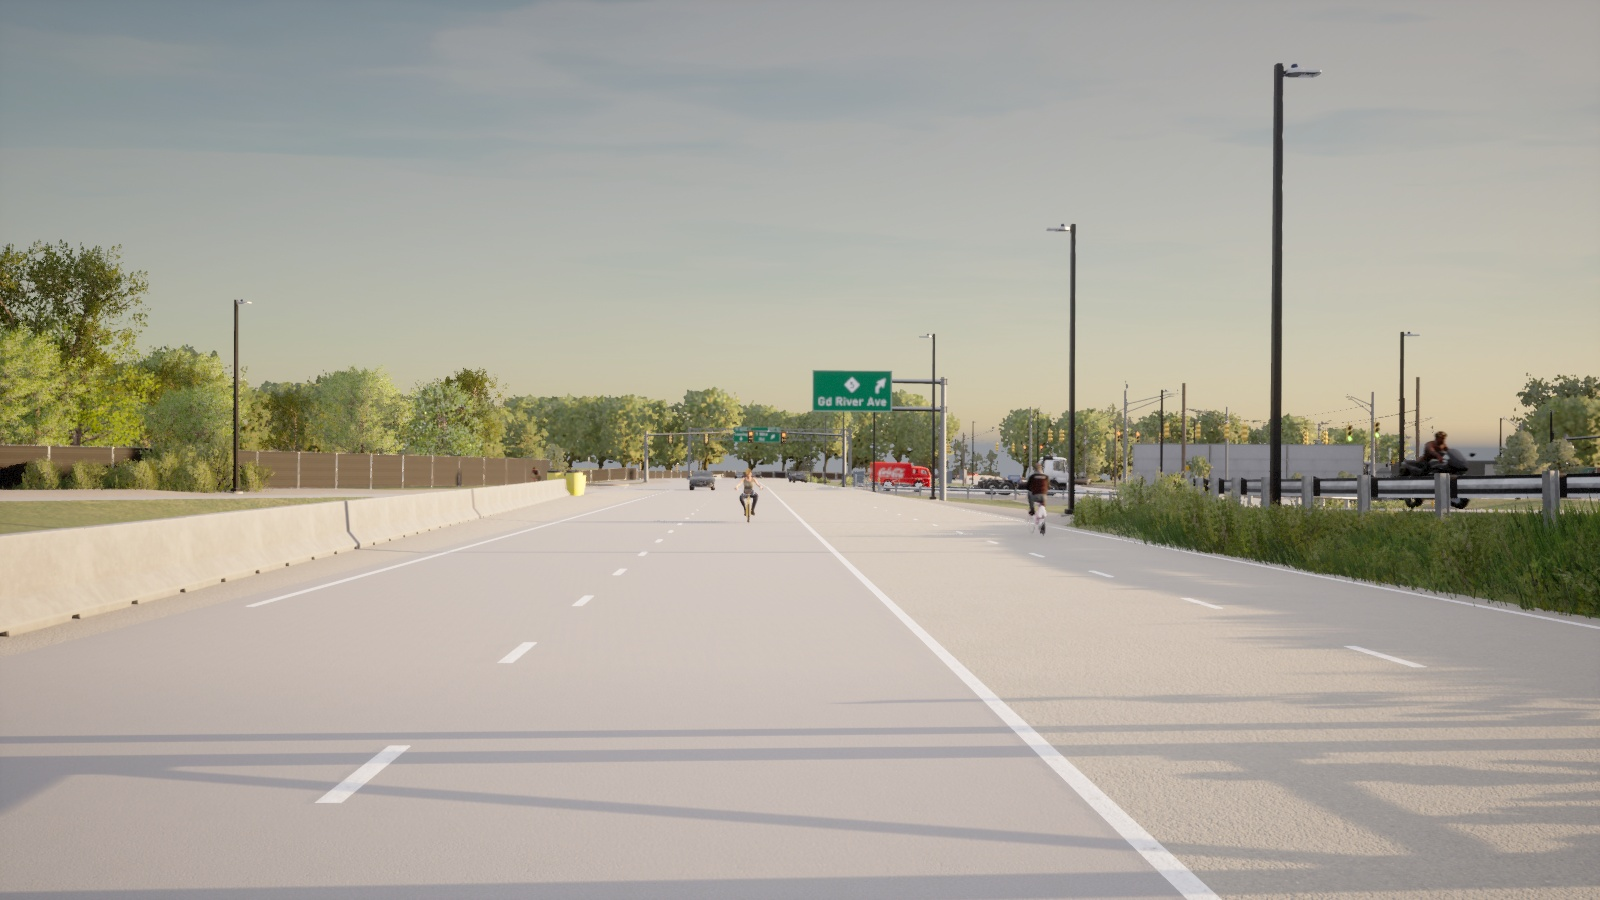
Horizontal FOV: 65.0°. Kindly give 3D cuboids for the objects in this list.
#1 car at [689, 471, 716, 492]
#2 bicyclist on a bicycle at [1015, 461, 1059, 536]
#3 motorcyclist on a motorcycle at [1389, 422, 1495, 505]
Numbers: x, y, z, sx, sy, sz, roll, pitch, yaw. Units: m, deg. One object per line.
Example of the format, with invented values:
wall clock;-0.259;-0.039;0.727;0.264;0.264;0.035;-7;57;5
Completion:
car;-7.319;2.349;94.502;1.837;1.490;4.892;0;-1;-2
bicyclist on a bicycle;5.764;1.163;30.635;0.659;1.776;1.843;0;-1;-2
motorcyclist on a motorcycle;12.392;0.287;24.321;0.797;1.523;2.044;2;-3;-9
